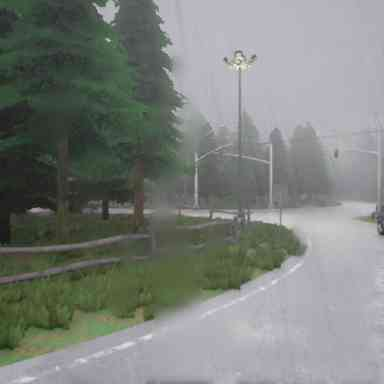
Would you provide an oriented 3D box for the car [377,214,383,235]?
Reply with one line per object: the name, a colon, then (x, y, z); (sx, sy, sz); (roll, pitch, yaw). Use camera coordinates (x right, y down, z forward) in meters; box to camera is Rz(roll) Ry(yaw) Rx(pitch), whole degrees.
car: (10.280, 1.337, 15.441); (2.097, 1.767, 4.553); (0, 0, 15)
